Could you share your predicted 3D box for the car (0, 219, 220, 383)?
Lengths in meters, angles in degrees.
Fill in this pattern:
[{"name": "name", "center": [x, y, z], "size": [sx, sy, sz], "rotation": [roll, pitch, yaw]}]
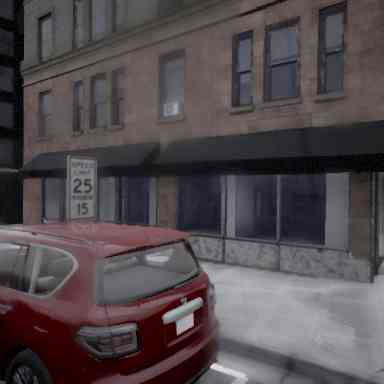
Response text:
[{"name": "car", "center": [-2.007, 1.313, 4.498], "size": [5.009, 1.841, 2.192], "rotation": [0, 1, 36]}]
